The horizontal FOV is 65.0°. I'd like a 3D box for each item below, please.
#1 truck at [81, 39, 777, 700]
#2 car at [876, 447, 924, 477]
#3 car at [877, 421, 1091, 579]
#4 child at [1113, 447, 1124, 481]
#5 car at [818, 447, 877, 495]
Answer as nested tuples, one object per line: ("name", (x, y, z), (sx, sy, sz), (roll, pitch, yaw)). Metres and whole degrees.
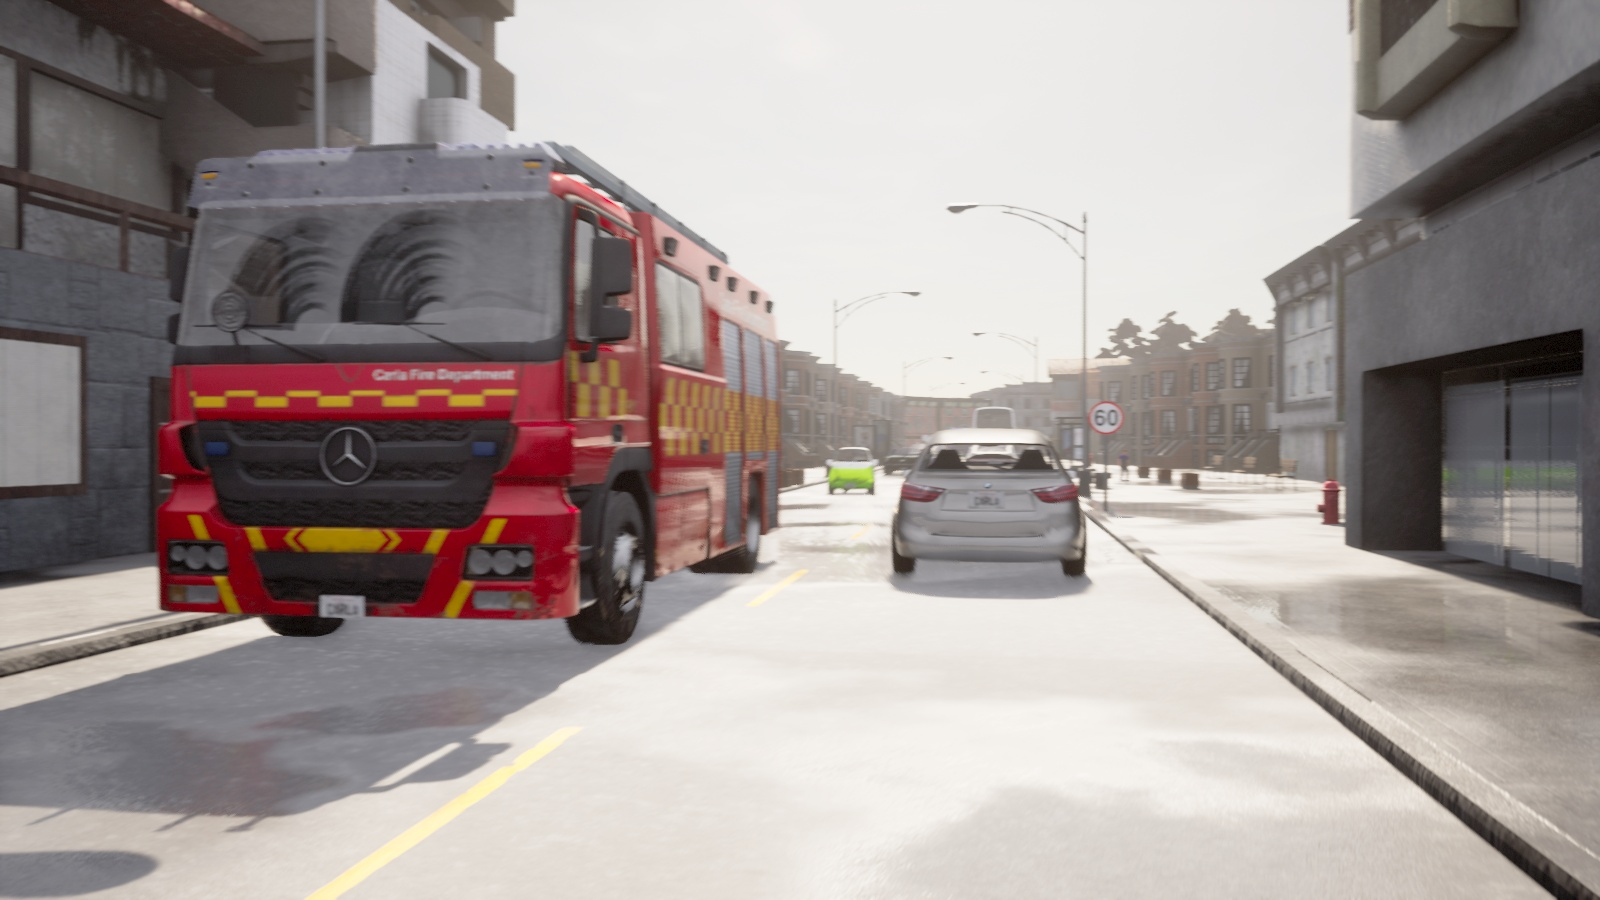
("truck", (-2.351, -0.489, 11.677), (2.891, 3.827, 8.468), (0, 0, 8))
("car", (4.687, 0.534, 58.575), (1.895, 1.301, 4.718), (0, 0, 9))
("car", (2.283, 0.510, 15.639), (2.242, 1.667, 4.611), (0, 0, 9))
("child", (11.832, 0.506, 46.636), (0.270, 1.263, 0.437), (0, 0, -8))
("car", (1.418, 0.600, 36.893), (1.481, 1.376, 2.207), (0, 0, 9))
